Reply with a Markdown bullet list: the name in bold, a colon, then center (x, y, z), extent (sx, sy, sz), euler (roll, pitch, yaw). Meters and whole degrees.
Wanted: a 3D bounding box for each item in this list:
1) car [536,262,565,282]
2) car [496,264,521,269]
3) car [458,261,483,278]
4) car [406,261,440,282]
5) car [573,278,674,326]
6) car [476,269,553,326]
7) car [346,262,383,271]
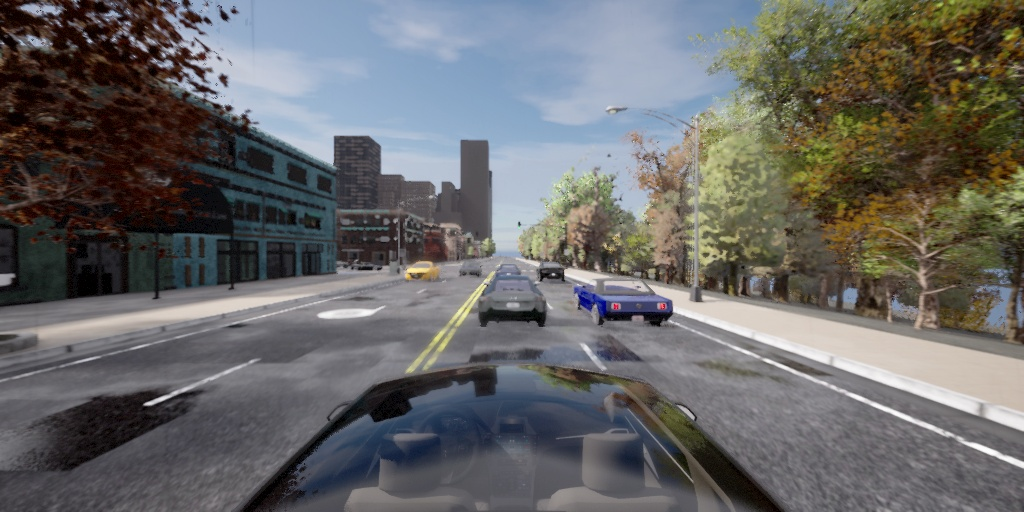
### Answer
- **car**: center (2.981, 1.198, 28.618), extent (1.882, 1.535, 5.008), euler (0, 0, -1)
- **car**: center (-0.259, 1.286, 27.998), extent (1.994, 1.385, 4.181), euler (0, 0, -1)
- **car**: center (-3.774, 1.225, 33.146), extent (1.837, 1.490, 4.892), euler (0, -1, -1)
- **car**: center (-6.961, 1.201, 28.430), extent (1.882, 1.535, 5.008), euler (0, 0, -1)
- **car**: center (3.253, 1.339, 11.561), extent (1.895, 1.301, 4.718), euler (0, 0, -1)
- **car**: center (-0.004, 1.302, 11.702), extent (1.994, 1.385, 4.181), euler (0, 0, -1)
- **car**: center (-20.695, 1.519, 51.179), extent (4.313, 1.339, 1.948), euler (0, 0, -1)
